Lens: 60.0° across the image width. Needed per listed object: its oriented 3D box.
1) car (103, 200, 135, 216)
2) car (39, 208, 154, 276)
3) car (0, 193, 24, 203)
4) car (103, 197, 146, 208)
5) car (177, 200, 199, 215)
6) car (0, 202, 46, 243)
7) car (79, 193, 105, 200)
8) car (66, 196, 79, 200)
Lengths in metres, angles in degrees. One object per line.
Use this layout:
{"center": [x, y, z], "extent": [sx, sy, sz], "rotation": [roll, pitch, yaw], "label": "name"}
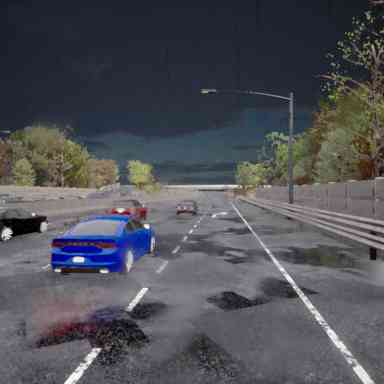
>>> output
{"center": [-7.365, 1.565, 34.004], "extent": [1.994, 1.385, 4.181], "rotation": [0, 0, 5], "label": "car"}
{"center": [-2.490, 1.477, 10.459], "extent": [1.882, 1.535, 5.008], "rotation": [0, 0, 5], "label": "car"}
{"center": [-24.234, 1.359, 43.874], "extent": [2.097, 1.767, 4.553], "rotation": [0, 0, 6], "label": "car"}
{"center": [-4.684, 1.351, 24.917], "extent": [2.097, 1.767, 4.553], "rotation": [0, 0, 5], "label": "car"}
{"center": [-0.373, 1.549, 33.601], "extent": [2.033, 1.411, 5.357], "rotation": [0, 0, 5], "label": "car"}
{"center": [-8.990, 1.477, 16.245], "extent": [1.882, 1.535, 5.008], "rotation": [0, 0, 5], "label": "car"}
{"center": [-16.158, 1.240, 55.192], "extent": [2.150, 2.045, 5.566], "rotation": [0, 0, 5], "label": "car"}
{"center": [-19.670, 1.497, 55.182], "extent": [1.882, 1.535, 5.008], "rotation": [0, 0, 5], "label": "car"}
